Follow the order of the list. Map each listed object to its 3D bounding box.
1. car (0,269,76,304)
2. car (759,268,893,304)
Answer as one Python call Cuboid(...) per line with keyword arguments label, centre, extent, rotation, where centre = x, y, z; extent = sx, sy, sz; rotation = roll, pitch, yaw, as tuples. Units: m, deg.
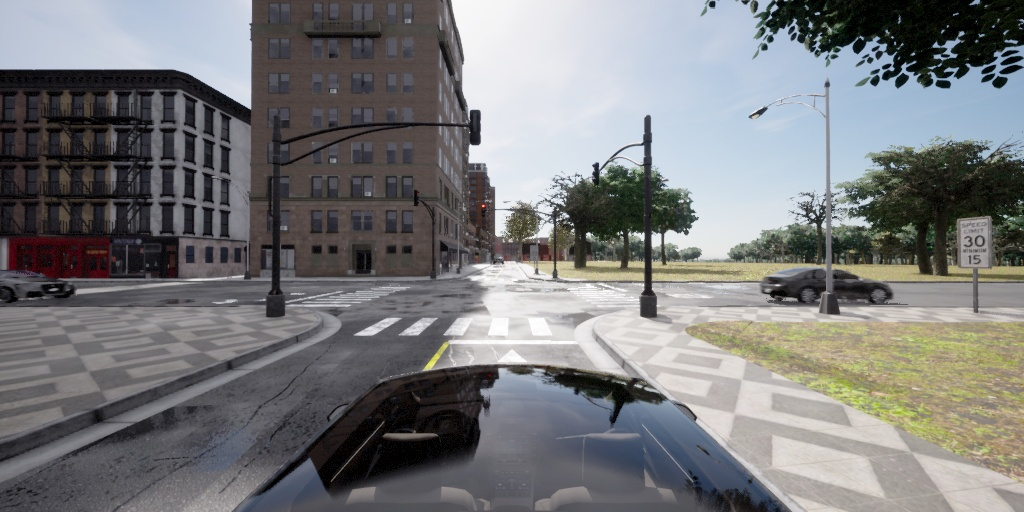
Cuboid(label="car", centre=(-21.747, 1.270, 15.454), extent=(4.181, 1.385, 1.994), rotation=(0, -1, 0))
Cuboid(label="car", centre=(13.433, 1.248, 15.466), extent=(4.892, 1.490, 1.837), rotation=(0, -1, 0))
